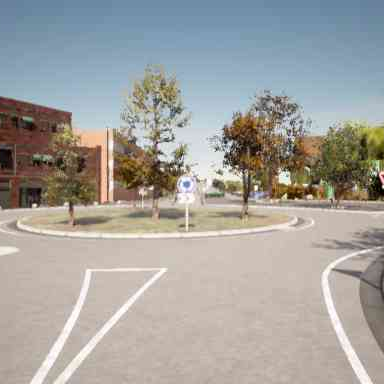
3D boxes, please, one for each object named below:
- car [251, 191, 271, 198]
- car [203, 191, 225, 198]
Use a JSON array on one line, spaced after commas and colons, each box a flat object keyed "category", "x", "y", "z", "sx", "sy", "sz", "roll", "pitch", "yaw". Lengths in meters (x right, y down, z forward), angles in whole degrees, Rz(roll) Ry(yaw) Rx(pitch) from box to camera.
[{"category": "car", "x": 19.024, "y": 0.911, "z": 89.871, "sx": 4.553, "sy": 1.767, "sz": 2.185, "roll": 0, "pitch": 1, "yaw": 0}, {"category": "car", "x": 6.509, "y": 0.789, "z": 92.717, "sx": 5.566, "sy": 2.045, "sz": 2.435, "roll": 0, "pitch": 0, "yaw": 0}]
